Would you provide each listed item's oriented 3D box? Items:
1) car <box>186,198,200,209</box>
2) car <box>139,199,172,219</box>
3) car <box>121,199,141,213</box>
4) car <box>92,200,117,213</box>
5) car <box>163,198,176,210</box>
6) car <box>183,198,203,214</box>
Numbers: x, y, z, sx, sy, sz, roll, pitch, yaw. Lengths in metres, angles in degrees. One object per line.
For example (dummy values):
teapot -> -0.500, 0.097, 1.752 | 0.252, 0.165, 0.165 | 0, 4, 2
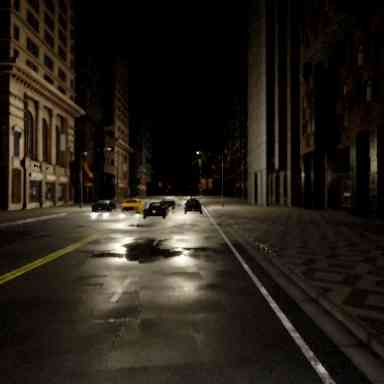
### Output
car -> 0.124, 1.541, 46.239 | 1.812, 1.442, 4.674 | 0, 0, 0
car -> -3.128, 1.574, 29.352 | 1.994, 1.385, 4.181 | 0, 0, 0
car -> -6.507, 1.487, 36.652 | 1.882, 1.535, 5.008 | 0, 0, 1
car -> -9.753, 1.572, 37.194 | 1.994, 1.385, 4.181 | 0, 0, 0
car -> -3.126, 1.506, 44.148 | 2.128, 1.511, 4.902 | 0, 0, 0
car -> 0.120, 1.540, 34.810 | 1.812, 1.442, 4.674 | 0, 0, 0
